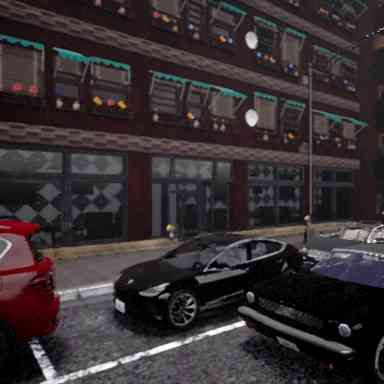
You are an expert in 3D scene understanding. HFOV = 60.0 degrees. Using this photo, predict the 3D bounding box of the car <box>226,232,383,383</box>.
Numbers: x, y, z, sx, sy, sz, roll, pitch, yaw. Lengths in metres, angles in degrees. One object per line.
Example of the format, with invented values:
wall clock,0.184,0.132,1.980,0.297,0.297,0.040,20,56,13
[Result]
car,3.013,1.620,5.492,4.718,1.301,1.895,0,0,-35

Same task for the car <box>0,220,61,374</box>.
car,-4.089,1.311,3.646,5.009,1.841,2.192,0,0,-35

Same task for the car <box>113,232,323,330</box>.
car,0.549,1.581,6.953,4.313,1.339,1.947,0,0,-35

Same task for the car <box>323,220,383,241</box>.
car,5.187,1.586,10.260,4.403,1.369,2.008,0,0,-35
